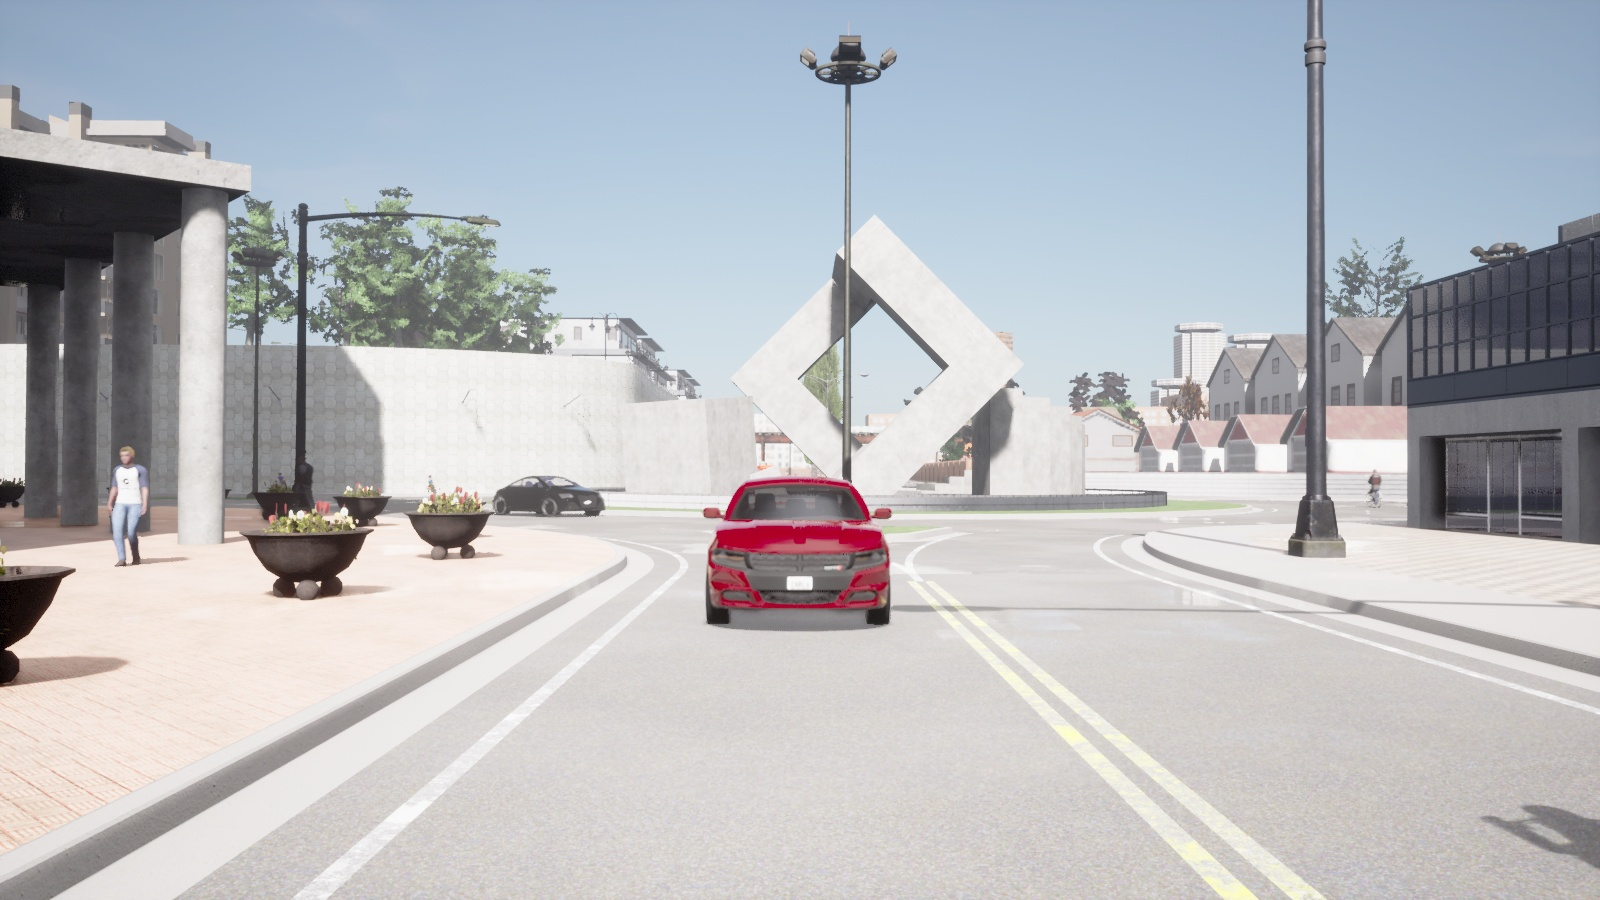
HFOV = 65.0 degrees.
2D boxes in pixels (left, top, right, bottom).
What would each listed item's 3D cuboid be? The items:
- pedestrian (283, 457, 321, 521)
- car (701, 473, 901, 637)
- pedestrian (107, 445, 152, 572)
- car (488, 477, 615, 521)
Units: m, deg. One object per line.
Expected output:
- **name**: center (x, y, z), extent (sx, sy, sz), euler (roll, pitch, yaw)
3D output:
- **pedestrian**: center (-14.730, 1.151, 37.141), extent (0.849, 1.883, 0.563), euler (0, -1, 12)
- **car**: center (-0.029, 1.033, 14.343), extent (1.882, 1.535, 5.008), euler (0, -1, -1)
- **pedestrian**: center (-9.902, 0.851, 18.558), extent (0.354, 1.836, 0.706), euler (0, -1, -7)
- **car**: center (-8.455, 1.625, 42.530), extent (4.181, 1.385, 1.994), euler (-1, -1, 39)
